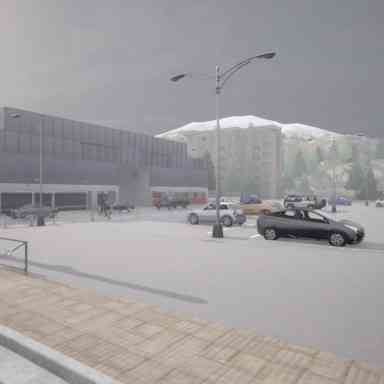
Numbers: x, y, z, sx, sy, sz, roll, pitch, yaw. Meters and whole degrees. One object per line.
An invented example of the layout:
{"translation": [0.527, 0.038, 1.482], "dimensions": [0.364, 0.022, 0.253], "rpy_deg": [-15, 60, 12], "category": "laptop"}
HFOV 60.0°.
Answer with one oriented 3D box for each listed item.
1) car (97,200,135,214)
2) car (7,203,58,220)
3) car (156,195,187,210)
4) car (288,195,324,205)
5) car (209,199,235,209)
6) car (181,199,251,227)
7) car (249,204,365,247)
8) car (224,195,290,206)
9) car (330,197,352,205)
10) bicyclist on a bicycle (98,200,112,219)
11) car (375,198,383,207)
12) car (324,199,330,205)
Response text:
{"translation": [-8.765, 1.667, 38.608], "dimensions": [2.128, 1.511, 4.902], "rpy_deg": [0, 0, 35], "category": "car"}
{"translation": [-14.527, 1.739, 30.514], "dimensions": [1.994, 1.385, 4.181], "rpy_deg": [0, 0, 35], "category": "car"}
{"translation": [-2.730, 1.397, 47.056], "dimensions": [2.150, 2.045, 5.566], "rpy_deg": [0, 0, 36], "category": "car"}
{"translation": [12.420, 1.268, 37.747], "dimensions": [3.866, 1.878, 1.905], "rpy_deg": [0, 0, 35], "category": "car"}
{"translation": [4.695, 1.776, 51.158], "dimensions": [1.895, 1.301, 4.718], "rpy_deg": [0, 0, 35], "category": "car"}
{"translation": [1.549, 1.424, 21.904], "dimensions": [3.806, 1.475, 1.970], "rpy_deg": [0, 0, 35], "category": "car"}
{"translation": [5.170, 1.490, 14.834], "dimensions": [4.514, 1.523, 2.007], "rpy_deg": [0, 0, 35], "category": "car"}
{"translation": [5.005, 1.345, 27.321], "dimensions": [5.027, 1.636, 2.152], "rpy_deg": [0, 0, 35], "category": "car"}
{"translation": [24.652, 1.565, 55.418], "dimensions": [3.633, 1.501, 1.845], "rpy_deg": [0, 0, 35], "category": "car"}
{"translation": [-7.282, 1.476, 27.788], "dimensions": [1.656, 1.620, 0.582], "rpy_deg": [0, 0, 35], "category": "bicyclist on a bicycle"}
{"translation": [28.972, 1.576, 48.688], "dimensions": [3.806, 1.475, 1.970], "rpy_deg": [0, 0, 35], "category": "car"}
{"translation": [13.769, 1.289, 40.354], "dimensions": [4.605, 1.855, 1.932], "rpy_deg": [0, 0, 35], "category": "car"}
